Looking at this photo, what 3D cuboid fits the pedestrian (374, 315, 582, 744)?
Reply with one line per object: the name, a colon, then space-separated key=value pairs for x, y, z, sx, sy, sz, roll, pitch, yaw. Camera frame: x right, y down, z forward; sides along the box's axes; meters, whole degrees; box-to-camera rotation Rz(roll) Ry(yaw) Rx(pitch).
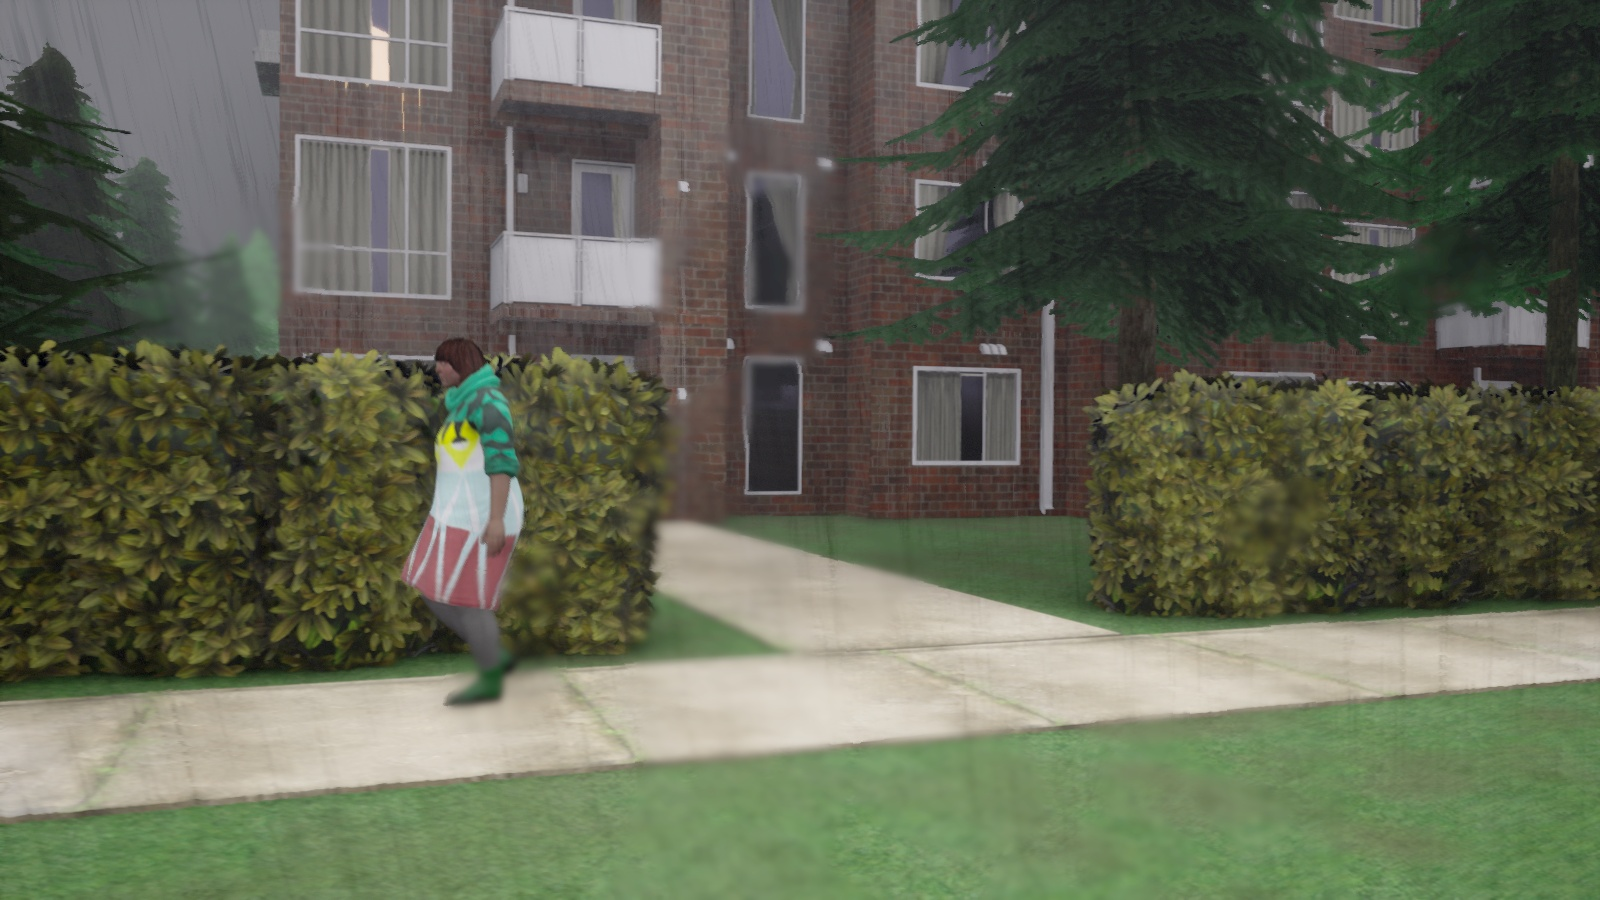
pedestrian: x=-1.595 y=0.351 z=6.177 sx=0.873 sy=1.952 sz=0.659 roll=-1 pitch=1 yaw=-22
